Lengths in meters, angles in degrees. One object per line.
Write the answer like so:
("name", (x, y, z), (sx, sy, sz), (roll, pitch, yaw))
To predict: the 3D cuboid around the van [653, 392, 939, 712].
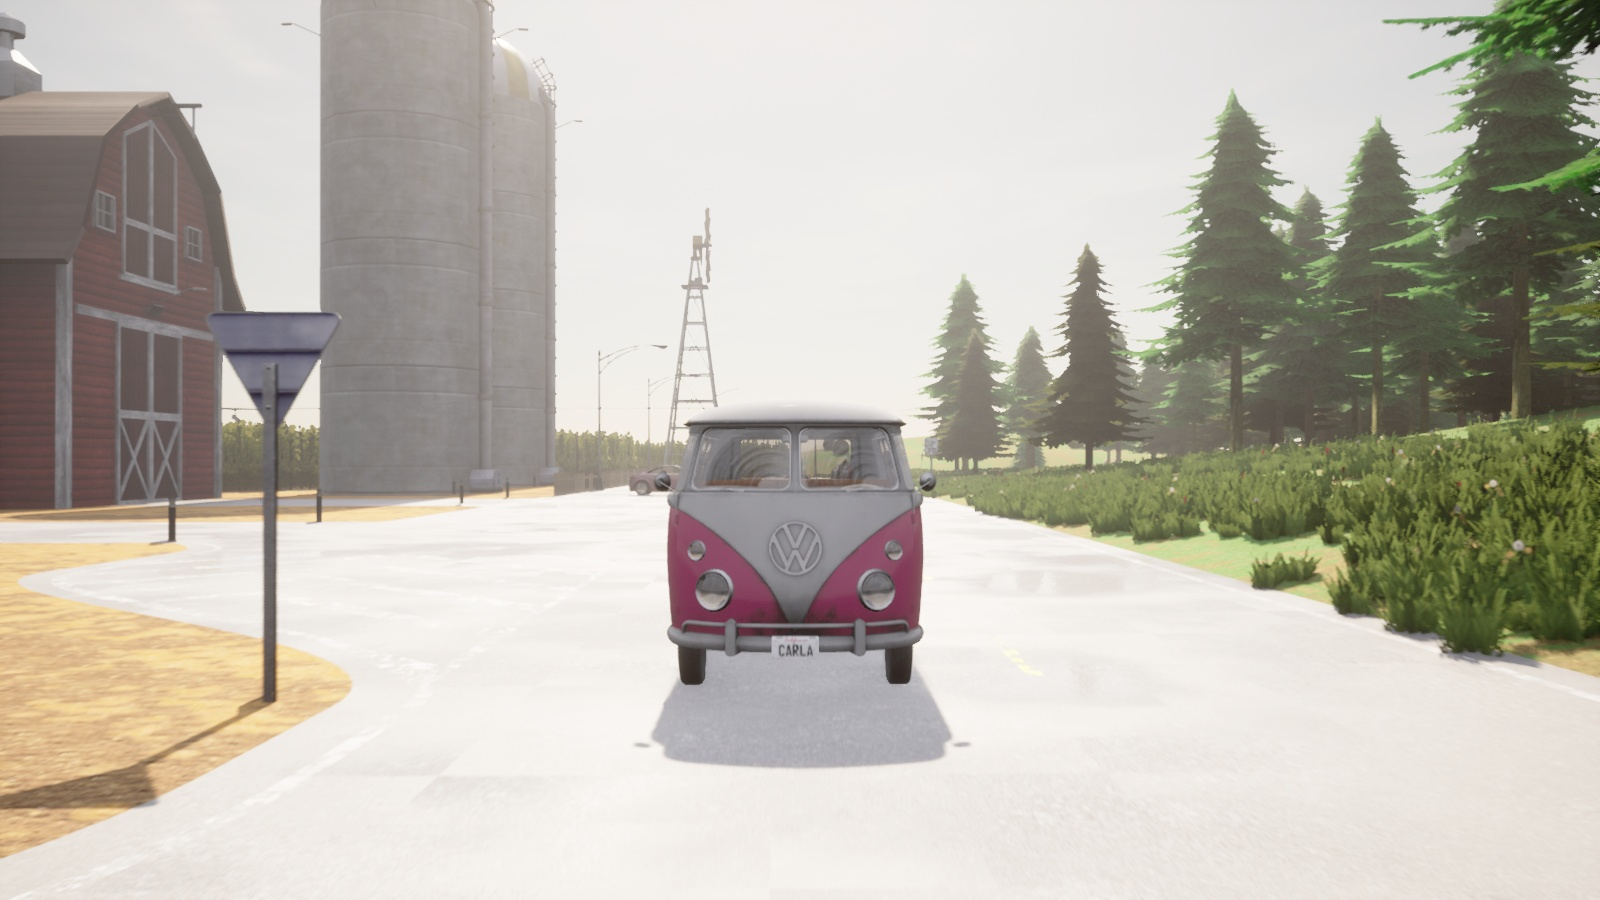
("van", (-0.030, 0.657, 10.109), (1.775, 1.987, 4.442), (-1, 0, 0))
